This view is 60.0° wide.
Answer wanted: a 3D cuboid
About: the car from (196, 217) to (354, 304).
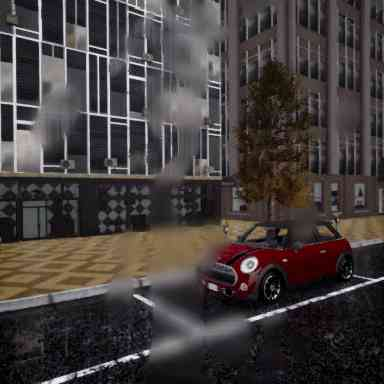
[{"bbox_3d":[2.054,1.439,8.035,4.097,1.590,1.967,0,-1,-35],"label":"car"}]
